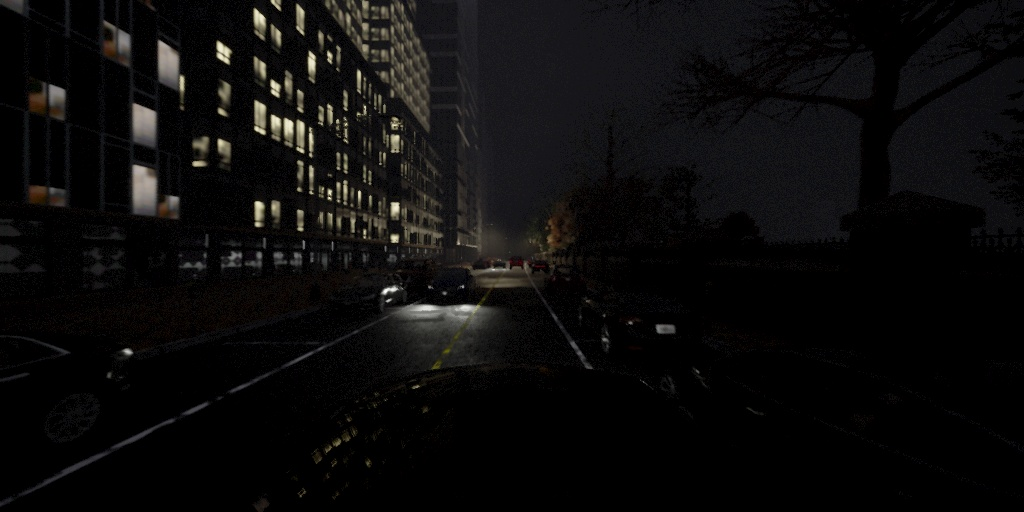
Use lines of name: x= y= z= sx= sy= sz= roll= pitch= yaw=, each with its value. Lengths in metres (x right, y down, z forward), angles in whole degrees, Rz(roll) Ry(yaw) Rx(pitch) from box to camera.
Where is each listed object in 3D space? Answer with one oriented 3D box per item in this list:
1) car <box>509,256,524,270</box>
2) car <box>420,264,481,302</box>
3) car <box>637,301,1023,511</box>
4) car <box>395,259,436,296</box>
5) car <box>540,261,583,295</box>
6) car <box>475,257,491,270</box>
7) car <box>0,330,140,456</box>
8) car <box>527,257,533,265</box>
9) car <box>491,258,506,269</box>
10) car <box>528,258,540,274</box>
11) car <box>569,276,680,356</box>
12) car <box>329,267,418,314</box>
car: x=0.684 y=0.981 z=54.421 sx=2.150 sy=2.045 sz=5.566 roll=0 pitch=0 yaw=2
car: x=-2.780 y=1.276 z=17.223 sx=1.812 sy=1.442 sz=4.674 roll=0 pitch=0 yaw=0
car: x=2.710 y=1.317 z=2.742 sx=1.948 sy=1.339 sz=4.313 roll=0 pitch=0 yaw=0
car: x=-5.234 y=1.064 z=19.328 sx=2.192 sy=1.841 sz=5.009 roll=0 pitch=0 yaw=1
car: x=2.794 y=1.193 z=19.683 sx=1.967 sy=1.591 sz=4.097 roll=0 pitch=0 yaw=1
car: x=-4.657 y=1.301 z=53.096 sx=1.888 sy=1.381 sz=4.507 roll=0 pitch=0 yaw=1
car: x=-5.316 y=1.299 z=2.443 sx=2.007 sy=1.370 sz=4.403 roll=0 pitch=0 yaw=0
car: x=3.534 y=1.306 z=59.181 sx=1.888 sy=1.381 sz=4.507 roll=0 pitch=0 yaw=2
car: x=-2.012 y=1.359 z=57.860 sx=1.895 sy=1.301 sz=4.718 roll=0 pitch=0 yaw=2
car: x=3.127 y=1.262 z=40.543 sx=1.837 sy=1.490 sz=4.892 roll=0 pitch=0 yaw=1
car: x=2.720 y=1.318 z=8.392 sx=1.948 sy=1.339 sz=4.313 roll=0 pitch=0 yaw=0
car: x=-5.279 y=1.300 z=13.699 sx=2.007 sy=1.370 sz=4.403 roll=0 pitch=0 yaw=0
